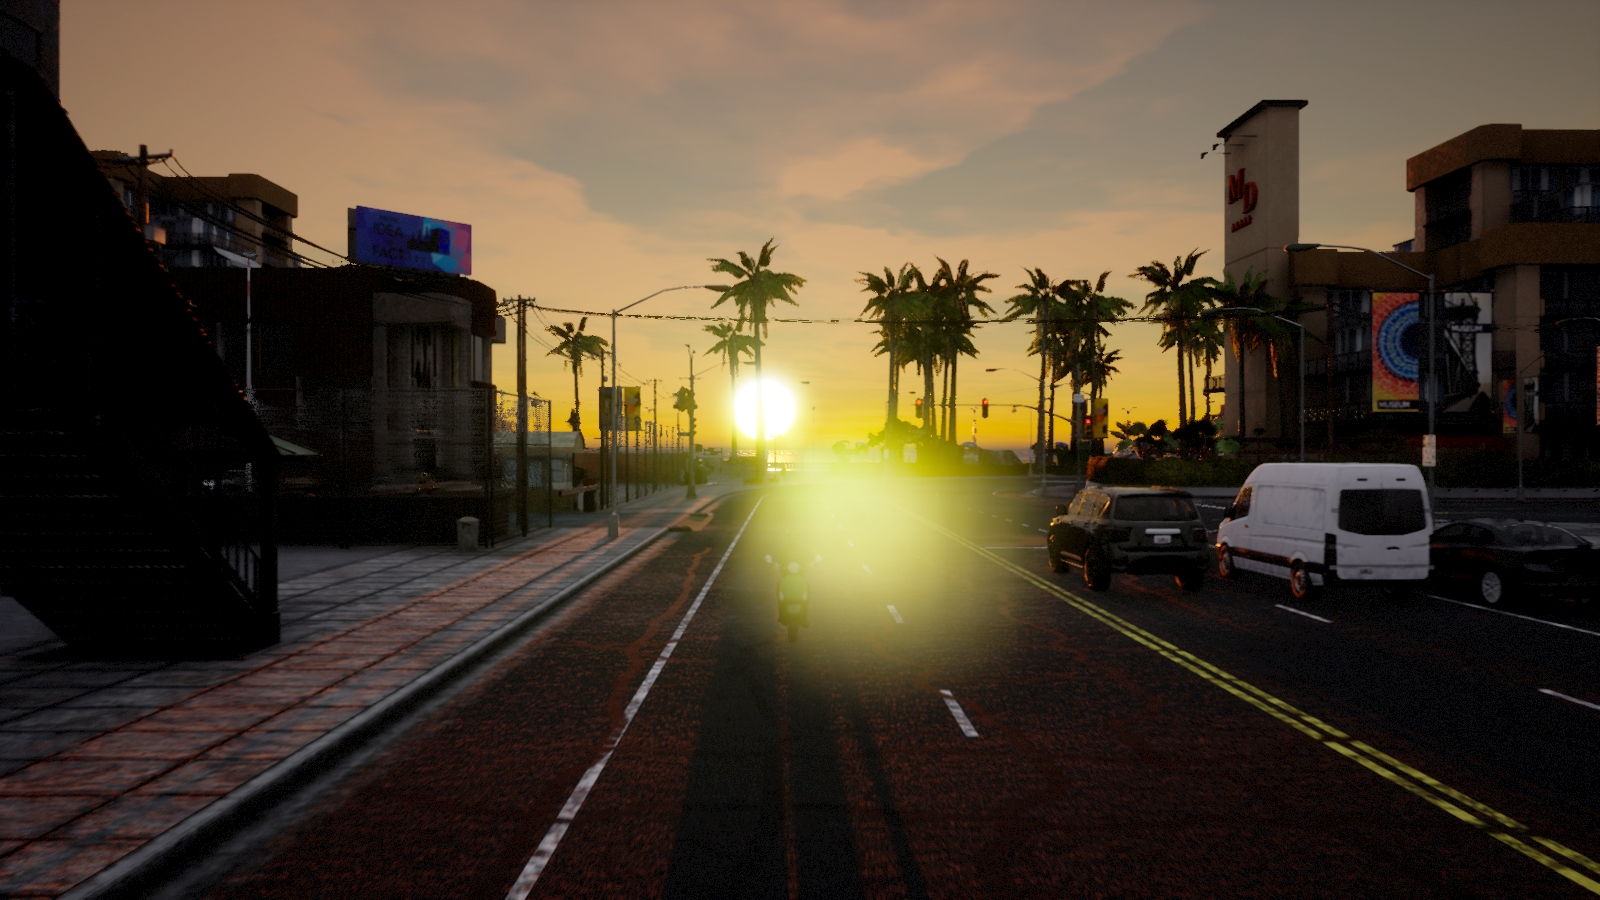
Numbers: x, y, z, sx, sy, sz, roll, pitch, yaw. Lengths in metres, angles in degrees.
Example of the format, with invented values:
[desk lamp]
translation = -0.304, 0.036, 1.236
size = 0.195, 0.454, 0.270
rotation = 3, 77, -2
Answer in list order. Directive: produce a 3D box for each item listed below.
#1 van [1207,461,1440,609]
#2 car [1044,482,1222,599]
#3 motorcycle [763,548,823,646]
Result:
[van]
translation = 10.346, 1.534, 23.231
size = 1.988, 2.561, 5.915
rotation = 0, 0, -1
[car]
translation = 6.838, 1.779, 24.208
size = 2.150, 2.045, 5.566
rotation = 0, 0, 0
[motorcycle]
translation = -0.105, 2.182, 17.248
size = 0.856, 1.236, 1.805
rotation = 0, 0, -1
